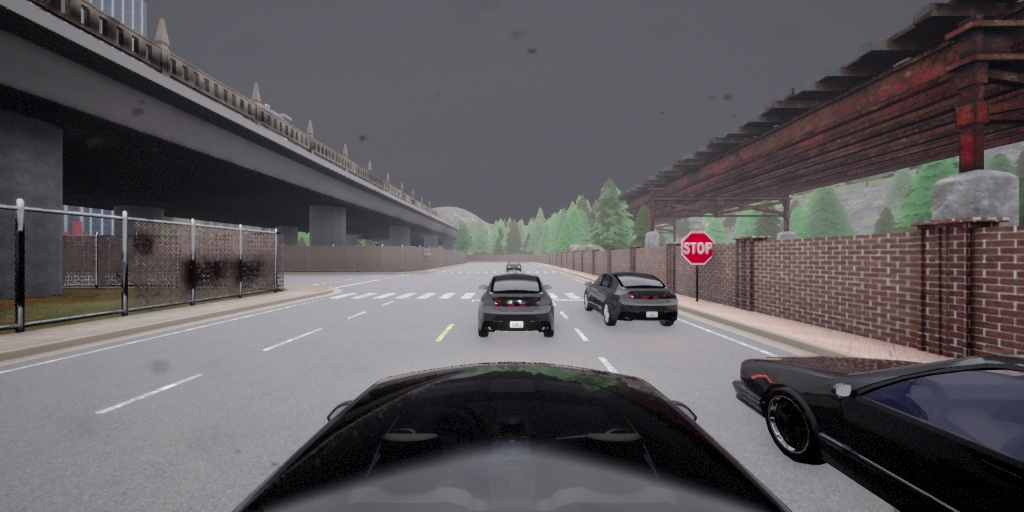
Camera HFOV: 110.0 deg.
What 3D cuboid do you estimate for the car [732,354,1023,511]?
[{"bbox_3d":[3.600,1.297,1.883,2.033,1.411,5.357,0,0,0],"label":"car"}]

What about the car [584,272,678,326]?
[{"bbox_3d":[3.607,1.255,11.629,1.837,1.490,4.892,0,0,0],"label":"car"}]

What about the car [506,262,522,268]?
[{"bbox_3d":[0.227,1.351,45.476,1.895,1.301,4.718,0,0,-1],"label":"car"}]

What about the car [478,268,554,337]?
[{"bbox_3d":[0.104,1.255,10.273,1.837,1.490,4.892,0,0,0],"label":"car"}]
